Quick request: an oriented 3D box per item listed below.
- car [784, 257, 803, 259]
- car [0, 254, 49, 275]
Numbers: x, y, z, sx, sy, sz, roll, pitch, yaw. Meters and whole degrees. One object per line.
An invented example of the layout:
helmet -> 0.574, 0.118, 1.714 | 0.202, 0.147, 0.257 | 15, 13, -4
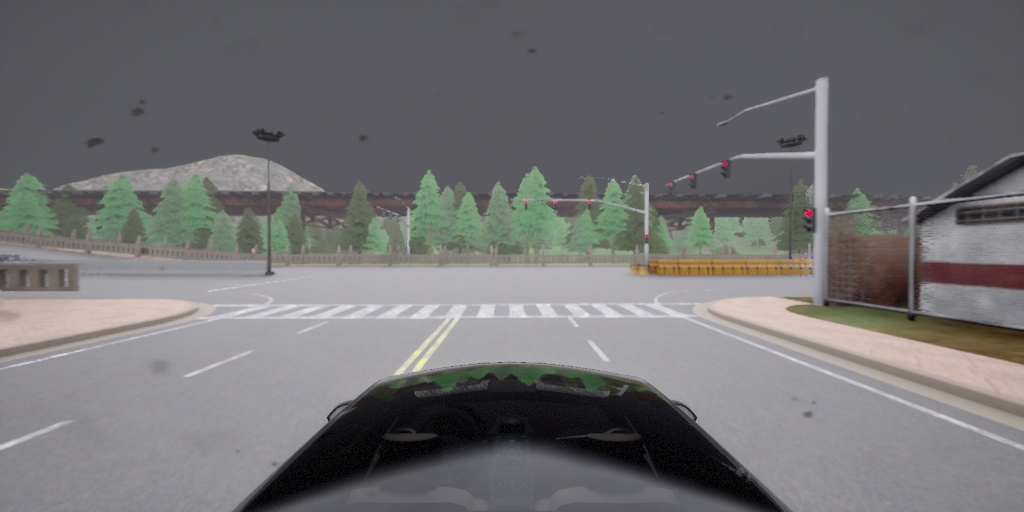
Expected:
car -> 32.747, 0.792, 42.321 | 4.718, 1.301, 1.895 | 0, 1, -1
car -> -36.527, 0.657, 25.990 | 4.902, 1.511, 2.128 | 3, 1, -2
